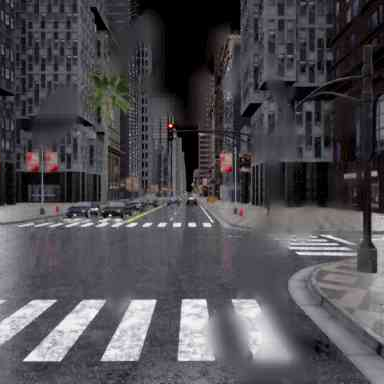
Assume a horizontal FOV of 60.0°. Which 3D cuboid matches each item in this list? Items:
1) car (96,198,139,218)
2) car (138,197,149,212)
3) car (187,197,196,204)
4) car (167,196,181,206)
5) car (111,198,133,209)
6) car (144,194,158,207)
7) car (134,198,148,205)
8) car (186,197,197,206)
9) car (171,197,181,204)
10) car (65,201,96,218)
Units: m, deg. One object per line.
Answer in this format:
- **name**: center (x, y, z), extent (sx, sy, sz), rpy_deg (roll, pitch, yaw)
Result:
- **car**: center (-6.657, 1.570, 30.438), extent (2.033, 1.411, 5.357), rpy_deg (0, 0, 4)
- **car**: center (-6.701, 1.621, 39.681), extent (1.994, 1.385, 4.181), rpy_deg (0, 0, 0)
- **car**: center (-0.122, 1.816, 70.830), extent (1.812, 1.442, 4.674), rpy_deg (0, -1, 0)
- **car**: center (-3.316, 1.547, 60.393), extent (2.097, 1.767, 4.553), rpy_deg (0, 0, 0)
- **car**: center (-9.977, 1.646, 47.645), extent (2.033, 1.411, 5.357), rpy_deg (0, 0, 0)
- **car**: center (-6.728, 1.358, 53.171), extent (2.150, 2.045, 5.566), rpy_deg (0, 0, 0)
- **car**: center (-9.925, 1.841, 64.794), extent (1.895, 1.301, 4.718), rpy_deg (0, -1, 0)
- **car**: center (-0.065, 1.673, 60.490), extent (1.882, 1.535, 5.008), rpy_deg (0, 0, 0)
- **car**: center (-3.382, 1.850, 70.595), extent (1.994, 1.385, 4.181), rpy_deg (0, -1, 0)
- **car**: center (-9.934, 1.571, 30.824), extent (2.033, 1.411, 5.357), rpy_deg (0, 0, 0)
